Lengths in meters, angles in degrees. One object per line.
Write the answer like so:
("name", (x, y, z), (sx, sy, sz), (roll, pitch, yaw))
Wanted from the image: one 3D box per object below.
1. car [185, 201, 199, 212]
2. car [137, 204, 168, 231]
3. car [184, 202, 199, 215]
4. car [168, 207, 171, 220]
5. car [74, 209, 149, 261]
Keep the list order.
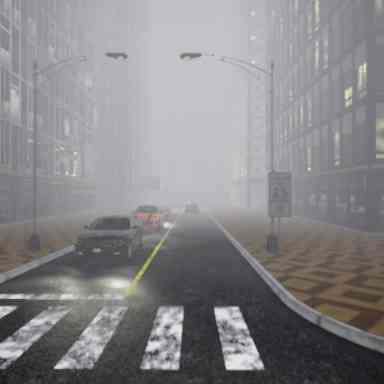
("car", (-0.029, 2.276, 53.535), (2.128, 1.511, 4.902), (0, -1, 0))
("car", (-3.106, 1.681, 23.215), (2.097, 1.767, 4.553), (0, -1, 0))
("car", (-0.023, 2.175, 43.118), (2.033, 1.411, 5.357), (0, -1, 0))
("car", (-3.109, 2.074, 33.095), (1.895, 1.301, 4.718), (0, -1, 0))
("car", (-3.102, 1.664, 13.320), (1.882, 1.535, 5.008), (0, -1, 0))
